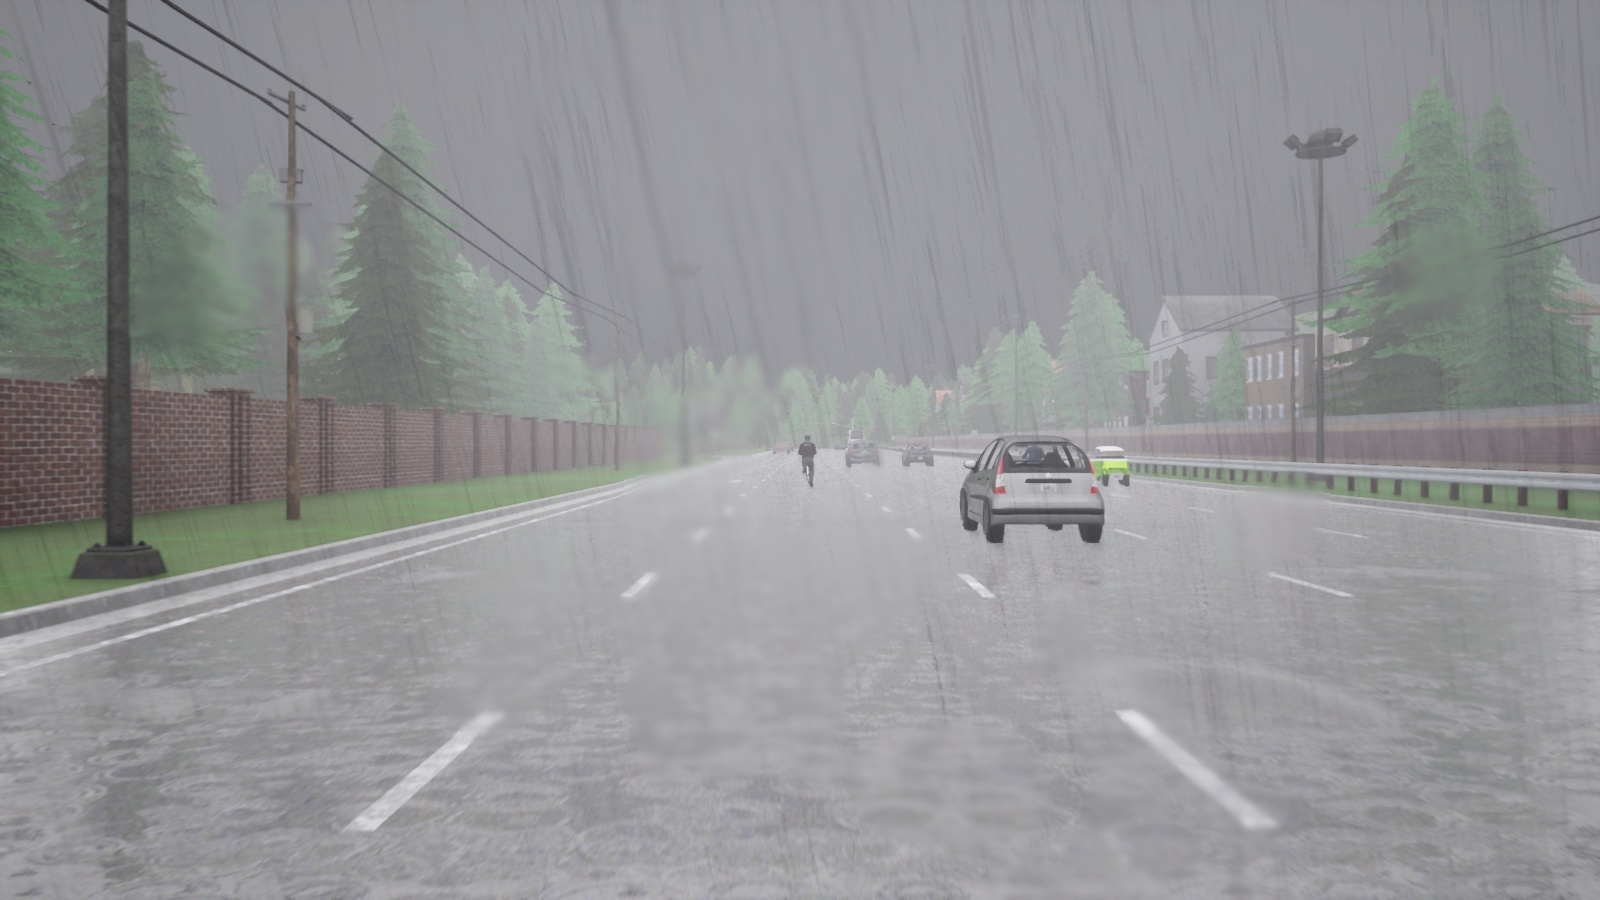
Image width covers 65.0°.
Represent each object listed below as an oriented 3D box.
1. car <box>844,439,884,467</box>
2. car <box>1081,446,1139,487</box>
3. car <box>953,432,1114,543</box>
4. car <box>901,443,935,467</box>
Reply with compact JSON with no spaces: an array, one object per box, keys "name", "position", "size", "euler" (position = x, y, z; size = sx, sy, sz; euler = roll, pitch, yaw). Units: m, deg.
[{"name":"car","position":[3.962,0.153,78.228],"size":[2.242,1.667,4.611],"euler":[0,0,0]},{"name":"car","position":[10.765,0.563,43.738],"size":[1.481,1.376,2.207],"euler":[0,1,0]},{"name":"car","position":[3.632,0.533,20.254],"size":[1.851,1.617,3.988],"euler":[0,0,0]},{"name":"car","position":[7.471,0.316,79.856],"size":[1.816,1.474,4.193],"euler":[0,0,0]}]
